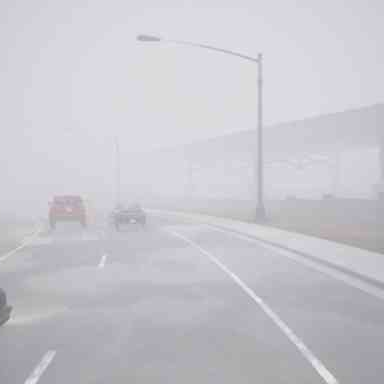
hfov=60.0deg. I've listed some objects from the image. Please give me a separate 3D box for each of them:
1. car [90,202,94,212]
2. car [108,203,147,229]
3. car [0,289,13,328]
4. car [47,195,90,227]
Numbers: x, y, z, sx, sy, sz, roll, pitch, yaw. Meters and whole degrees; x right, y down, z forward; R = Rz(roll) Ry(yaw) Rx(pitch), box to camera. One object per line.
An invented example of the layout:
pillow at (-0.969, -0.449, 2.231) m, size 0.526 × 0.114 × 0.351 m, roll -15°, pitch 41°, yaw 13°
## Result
car at (-12.359, 1.414, 37.165) m, size 1.801 × 1.575 × 5.366 m, roll -1°, pitch 0°, yaw -30°
car at (-4.179, 1.419, 21.094) m, size 2.128 × 1.511 × 4.902 m, roll -1°, pitch 0°, yaw -20°
car at (-3.565, 1.566, 2.668) m, size 2.033 × 1.411 × 5.357 m, roll -1°, pitch 0°, yaw -3°
car at (-8.659, 1.207, 22.934) m, size 2.150 × 2.045 × 5.566 m, roll -1°, pitch 0°, yaw -24°
